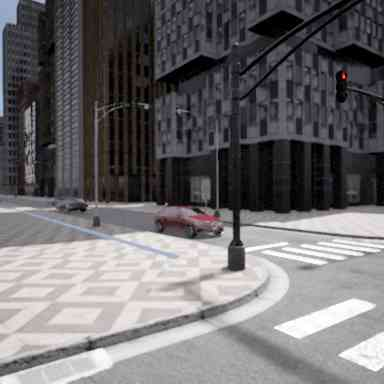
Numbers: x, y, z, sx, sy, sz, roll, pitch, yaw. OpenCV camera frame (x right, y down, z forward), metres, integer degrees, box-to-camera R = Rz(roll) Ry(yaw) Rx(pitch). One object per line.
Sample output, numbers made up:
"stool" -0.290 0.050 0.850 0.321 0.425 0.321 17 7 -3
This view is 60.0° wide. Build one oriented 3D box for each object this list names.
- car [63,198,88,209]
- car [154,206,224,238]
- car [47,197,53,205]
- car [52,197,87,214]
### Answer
"car" -15.657 1.488 44.508 1.895 1.301 4.718 0 0 -35
"car" -0.321 1.464 17.590 1.812 1.442 4.674 0 0 -37
"car" -21.436 1.445 52.514 1.994 1.385 4.181 0 0 -36
"car" -12.759 1.463 35.033 2.033 1.411 5.357 0 0 -35
